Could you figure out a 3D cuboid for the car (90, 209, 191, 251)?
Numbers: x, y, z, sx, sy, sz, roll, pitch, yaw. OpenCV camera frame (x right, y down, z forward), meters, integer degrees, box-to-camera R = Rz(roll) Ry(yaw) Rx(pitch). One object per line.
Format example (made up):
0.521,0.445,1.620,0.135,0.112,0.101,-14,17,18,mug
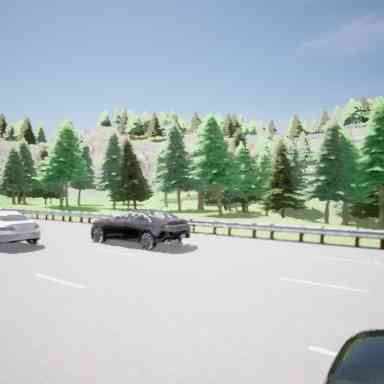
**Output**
-2.334,1.492,14.255,4.902,1.511,2.128,0,0,36,car

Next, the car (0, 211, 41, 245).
-8.305,1.526,14.214,4.674,1.442,1.812,0,0,35,car

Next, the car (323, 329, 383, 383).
2.922,1.564,1.908,4.181,1.385,1.994,0,0,36,car
